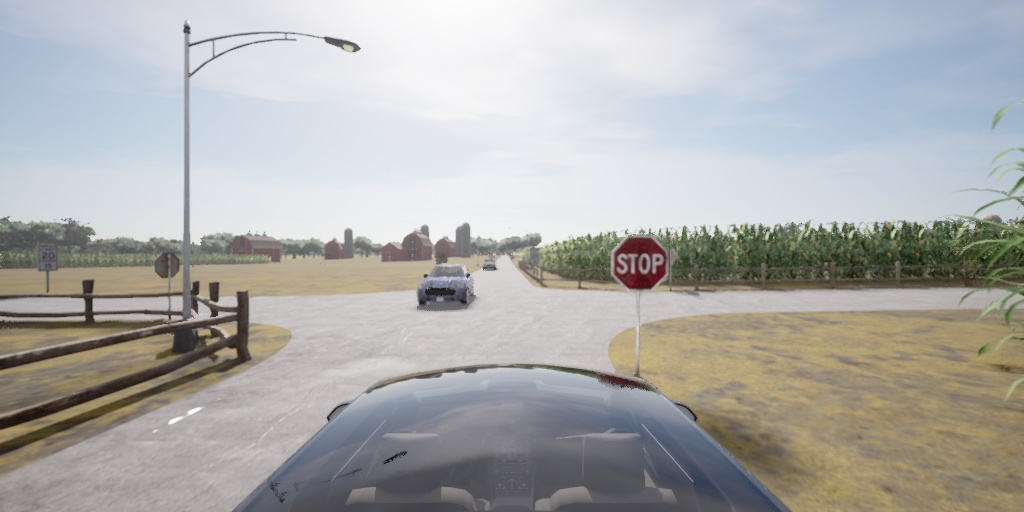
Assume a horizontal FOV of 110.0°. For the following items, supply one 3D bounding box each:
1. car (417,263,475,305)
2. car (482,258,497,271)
[{"bbox_3d":[-2.979,1.162,16.913,2.097,1.767,4.553,-1,1,-1],"label":"car"},{"bbox_3d":[-3.586,1.420,58.081,2.150,2.045,5.566,0,1,-1],"label":"car"}]
